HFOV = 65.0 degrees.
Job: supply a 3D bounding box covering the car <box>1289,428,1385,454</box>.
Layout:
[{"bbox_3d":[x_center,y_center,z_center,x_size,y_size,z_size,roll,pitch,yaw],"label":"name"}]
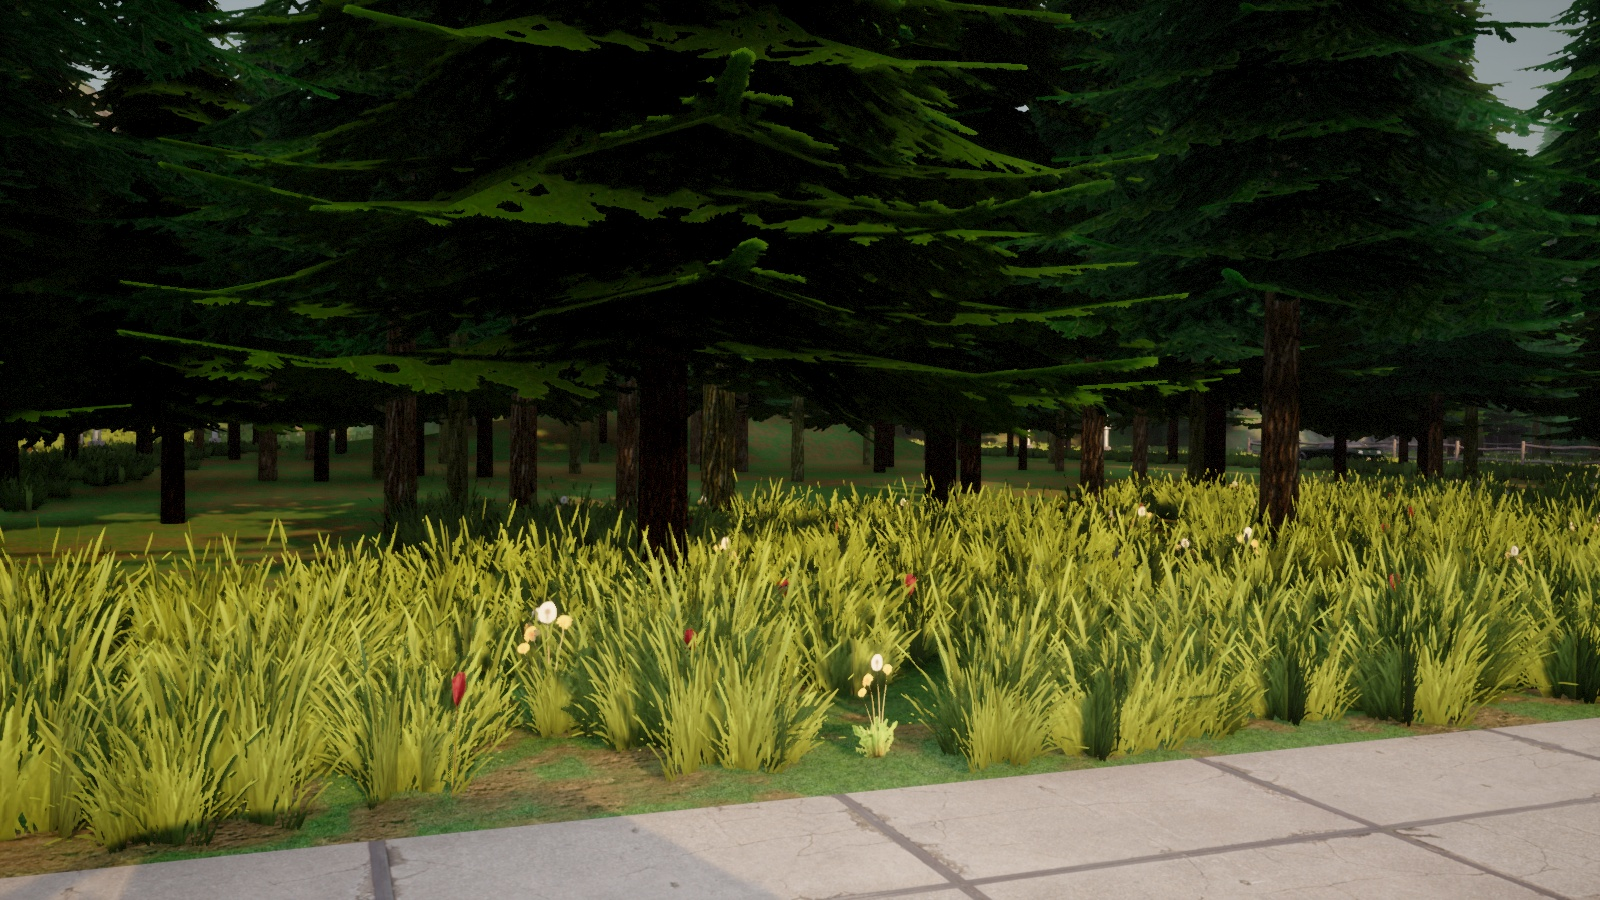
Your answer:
[{"bbox_3d":[27.856,-0.492,65.322,1.895,1.301,4.718,-1,1,-20],"label":"car"}]
